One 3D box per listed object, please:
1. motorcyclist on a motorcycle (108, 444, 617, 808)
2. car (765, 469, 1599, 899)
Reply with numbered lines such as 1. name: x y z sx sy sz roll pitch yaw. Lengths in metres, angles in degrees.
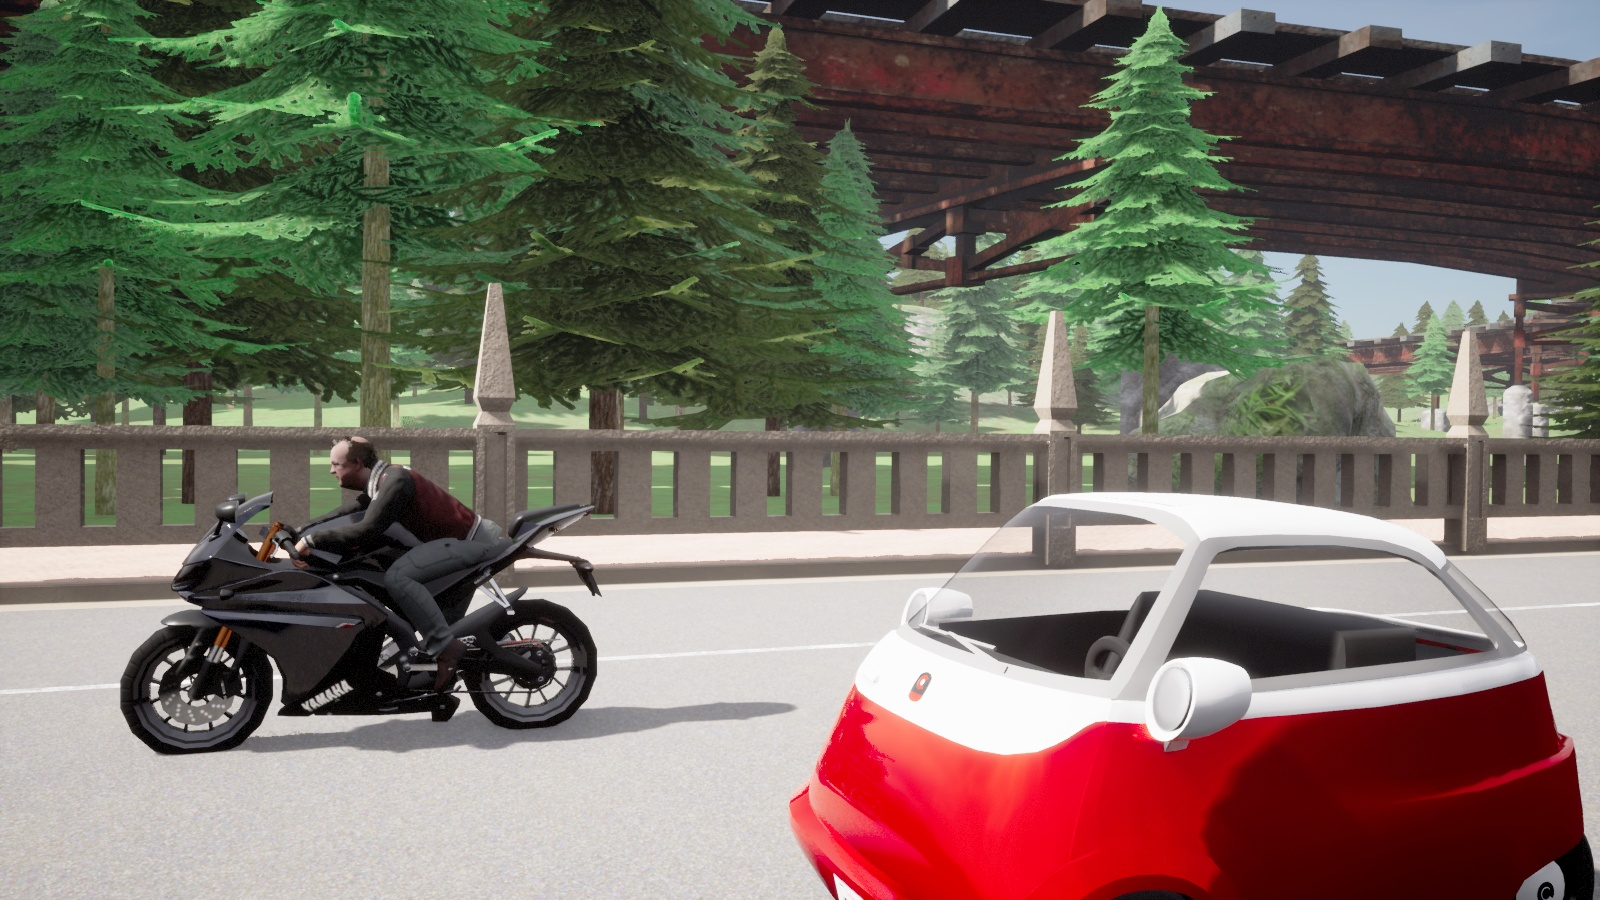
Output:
1. motorcyclist on a motorcycle: -2.089 0.755 6.190 2.191 1.530 0.866 -1 1 -21
2. car: 1.187 0.780 3.690 2.207 1.376 1.481 -1 1 -21
